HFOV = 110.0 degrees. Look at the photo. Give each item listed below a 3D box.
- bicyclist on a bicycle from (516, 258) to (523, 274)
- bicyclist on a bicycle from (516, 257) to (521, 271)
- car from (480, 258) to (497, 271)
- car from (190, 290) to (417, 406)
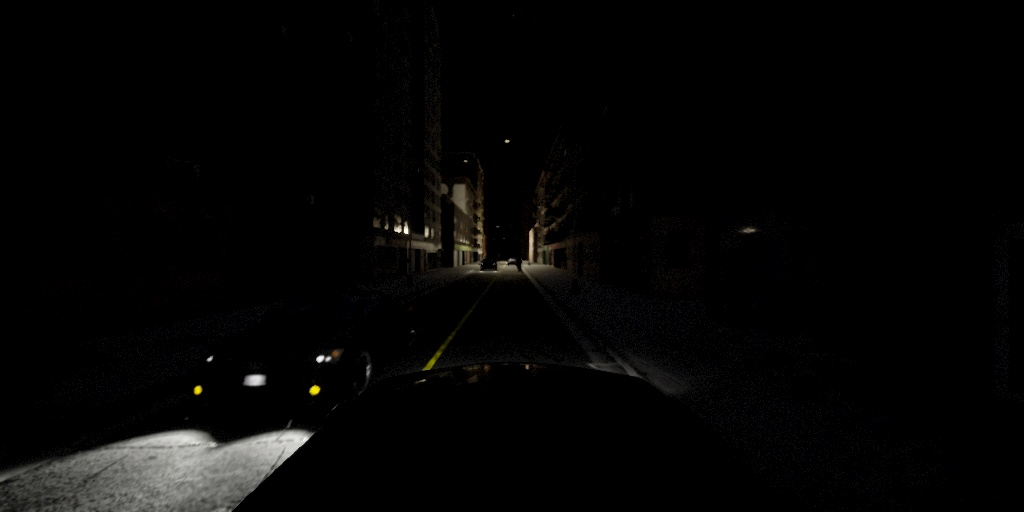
[{"bbox_3d":[0.825,1.093,38.989,0.659,1.776,1.843,0,0,0],"label":"bicyclist on a bicycle"},{"bbox_3d":[0.825,1.087,47.989,0.659,1.776,1.843,0,0,0],"label":"bicyclist on a bicycle"},{"bbox_3d":[-3.075,1.069,48.101,2.097,1.767,4.553,0,0,0],"label":"car"},{"bbox_3d":[-3.099,1.310,6.316,1.994,1.385,4.181,0,0,0],"label":"car"}]
